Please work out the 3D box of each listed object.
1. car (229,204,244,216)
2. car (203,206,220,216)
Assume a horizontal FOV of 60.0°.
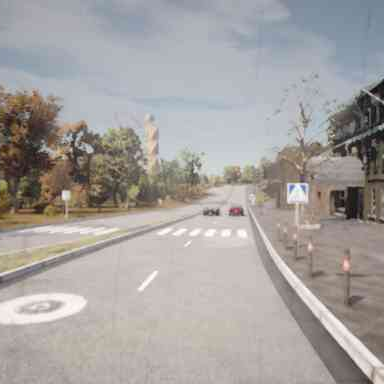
[{"bbox_3d":[6.130,2.410,45.742,1.882,1.535,5.008,0,-1,9],"label":"car"},{"bbox_3d":[2.750,2.487,45.192,1.895,1.301,4.718,0,-1,10],"label":"car"}]
